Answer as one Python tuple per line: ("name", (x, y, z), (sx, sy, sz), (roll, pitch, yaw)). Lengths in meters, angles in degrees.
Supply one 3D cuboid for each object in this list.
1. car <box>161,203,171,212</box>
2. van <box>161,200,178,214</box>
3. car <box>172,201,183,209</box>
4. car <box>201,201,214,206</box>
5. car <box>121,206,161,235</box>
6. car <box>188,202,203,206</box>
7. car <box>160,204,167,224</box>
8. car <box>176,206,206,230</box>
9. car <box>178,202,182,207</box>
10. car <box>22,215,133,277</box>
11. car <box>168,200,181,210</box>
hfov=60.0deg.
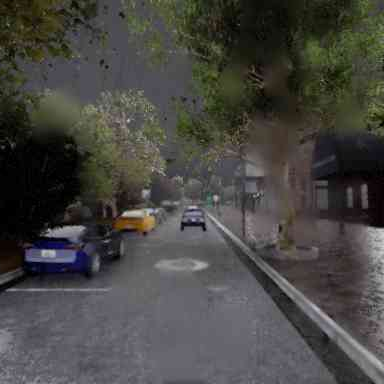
("car", (-3.653, 2.177, 33.242), (2.163, 1.488, 4.792), (0, -1, 2))
("van", (-3.636, 2.252, 50.048), (1.878, 1.987, 4.442), (1, -1, 2))
("car", (-3.175, 2.841, 72.705), (2.097, 1.535, 5.008), (0, -1, 2))
("car", (3.394, 3.345, 94.249), (2.231, 1.521, 4.892), (-3, -2, 29))
("car", (-3.641, 1.909, 22.077), (2.097, 1.535, 5.008), (1, -1, 2))
("car", (0.092, 2.392, 42.876), (1.812, 1.442, 4.674), (0, -1, 0))
("car", (-3.649, 2.028, 27.637), (2.097, 1.535, 5.008), (0, -1, 2))
("car", (0.094, 2.047, 25.345), (2.033, 1.411, 5.357), (0, -1, 0))
("car", (-3.415, 2.670, 61.295), (2.231, 1.521, 4.892), (0, -1, 2))
("car", (-3.637, 1.702, 10.970), (2.163, 1.488, 4.792), (1, -1, 2))
("car", (-3.415, 2.628, 67.005), (2.185, 1.767, 4.553), (-1, 0, 2))
